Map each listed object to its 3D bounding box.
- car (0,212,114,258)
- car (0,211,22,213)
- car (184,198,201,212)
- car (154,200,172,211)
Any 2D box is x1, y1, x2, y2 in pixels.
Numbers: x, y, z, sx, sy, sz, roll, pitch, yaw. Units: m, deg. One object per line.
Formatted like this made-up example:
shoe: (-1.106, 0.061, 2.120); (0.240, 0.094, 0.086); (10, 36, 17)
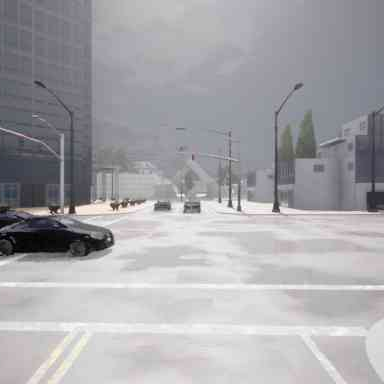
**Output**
car: (-5.081, 1.588, 12.444); (4.181, 1.385, 1.994); (0, 0, 3)
car: (-8.725, 1.609, 16.322); (4.181, 1.385, 1.994); (0, 0, -5)
car: (0.040, 1.491, 39.195); (2.128, 1.511, 4.902); (0, 0, 0)
car: (-3.615, 1.601, 41.553); (1.895, 1.301, 4.718); (0, 0, 0)
